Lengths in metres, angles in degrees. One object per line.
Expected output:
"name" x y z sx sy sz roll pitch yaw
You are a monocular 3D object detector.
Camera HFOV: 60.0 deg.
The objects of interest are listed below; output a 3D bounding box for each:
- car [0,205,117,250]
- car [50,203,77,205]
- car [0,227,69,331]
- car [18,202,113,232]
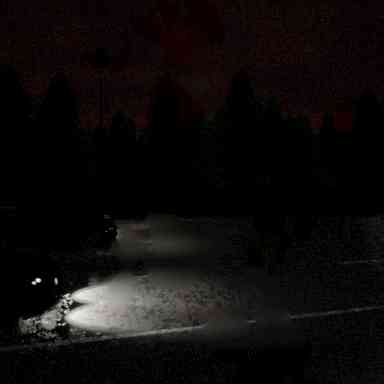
"car" -5.474 1.428 12.907 5.008 1.535 1.882 0 0 -15
"car" -7.898 1.444 15.878 4.892 1.490 1.837 0 0 -15
"car" -4.558 1.540 5.905 4.181 1.385 1.994 0 0 -15
"car" -7.298 1.403 19.668 5.008 1.535 1.882 0 0 -15
